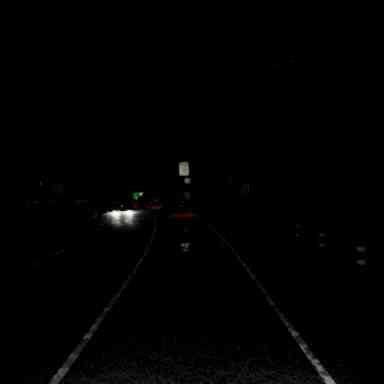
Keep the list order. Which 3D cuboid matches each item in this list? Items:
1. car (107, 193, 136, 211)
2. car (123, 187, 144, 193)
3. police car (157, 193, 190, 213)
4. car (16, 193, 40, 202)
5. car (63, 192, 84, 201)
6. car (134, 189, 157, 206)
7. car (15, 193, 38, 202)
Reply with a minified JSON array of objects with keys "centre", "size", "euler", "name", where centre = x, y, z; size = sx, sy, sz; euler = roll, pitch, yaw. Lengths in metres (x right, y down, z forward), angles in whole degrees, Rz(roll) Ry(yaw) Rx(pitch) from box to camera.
[{"centre":[-7.319,1.122,33.398],"size":[1.994,1.385,4.181],"euler":[-2,2,-21],"name":"car"},{"centre":[-8.045,0.392,45.678],"size":[2.150,2.045,5.566],"euler":[-4,3,-30],"name":"car"},{"centre":[-1.588,0.924,30.390],"size":[1.930,1.638,5.238],"euler":[-2,2,-15],"name":"police car"},{"centre":[-34.437,1.089,69.756],"size":[4.892,1.490,1.837],"euler":[-3,5,27],"name":"car"},{"centre":[-21.772,0.744,60.951],"size":[4.902,1.511,2.128],"euler":[-2,4,38],"name":"car"},{"centre":[-5.135,0.746,40.097],"size":[1.882,1.535,5.008],"euler":[-3,2,-24],"name":"car"},{"centre":[-32.673,1.189,64.980],"size":[4.718,1.301,1.895],"euler":[-2,4,33],"name":"car"}]
